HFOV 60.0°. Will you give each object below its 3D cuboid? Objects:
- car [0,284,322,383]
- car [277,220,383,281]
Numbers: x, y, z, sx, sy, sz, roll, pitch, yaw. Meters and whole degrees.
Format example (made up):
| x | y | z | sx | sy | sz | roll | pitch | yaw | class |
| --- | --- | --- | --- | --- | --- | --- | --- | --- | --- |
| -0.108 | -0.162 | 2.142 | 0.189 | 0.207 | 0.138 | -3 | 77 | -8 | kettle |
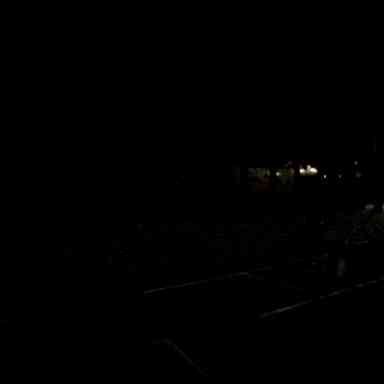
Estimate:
| x | y | z | sx | sy | sz | roll | pitch | yaw | class |
| --- | --- | --- | --- | --- | --- | --- | --- | --- | --- |
| -1.162 | 1.601 | 2.549 | 4.718 | 1.301 | 1.895 | 0 | 0 | -35 | car |
| 4.342 | 1.539 | 9.755 | 4.403 | 1.369 | 2.008 | 0 | 0 | -35 | car |
